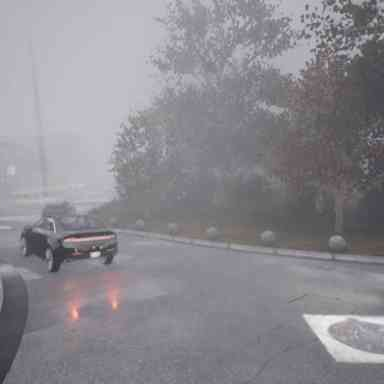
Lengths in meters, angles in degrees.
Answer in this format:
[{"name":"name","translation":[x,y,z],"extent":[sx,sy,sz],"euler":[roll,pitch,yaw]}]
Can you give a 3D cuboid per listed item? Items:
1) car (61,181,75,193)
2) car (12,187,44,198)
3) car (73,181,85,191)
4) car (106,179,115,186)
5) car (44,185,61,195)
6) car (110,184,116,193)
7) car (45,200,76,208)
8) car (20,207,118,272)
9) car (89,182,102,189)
[{"name":"car","translation":[-24.811,-0.634,63.082],"extent":[1.946,1.575,5.366],"euler":[0,3,6]},{"name":"car","translation":[-25.948,0.042,52.114],"extent":[1.946,1.575,5.366],"euler":[0,4,6]},{"name":"car","translation":[-24.217,-1.236,68.835],"extent":[2.435,2.045,5.566],"euler":[0,3,6]},{"name":"car","translation":[-21.959,-2.333,90.827],"extent":[2.231,1.521,4.892],"euler":[0,3,6]},{"name":"car","translation":[-25.374,-0.298,57.597],"extent":[1.946,1.575,5.366],"euler":[0,3,6]},{"name":"car","translation":[-13.184,-0.532,61.980],"extent":[1.812,1.442,4.674],"euler":[0,4,6]},{"name":"car","translation":[-10.521,1.390,26.611],"extent":[1.837,1.490,4.892],"euler":[-1,2,-10]},{"name":"car","translation":[-4.172,1.479,10.878],"extent":[2.128,1.511,4.902],"euler":[0,0,-40]},{"name":"car","translation":[-23.094,-1.629,79.820],"extent":[2.163,1.488,4.792],"euler":[0,3,6]}]
